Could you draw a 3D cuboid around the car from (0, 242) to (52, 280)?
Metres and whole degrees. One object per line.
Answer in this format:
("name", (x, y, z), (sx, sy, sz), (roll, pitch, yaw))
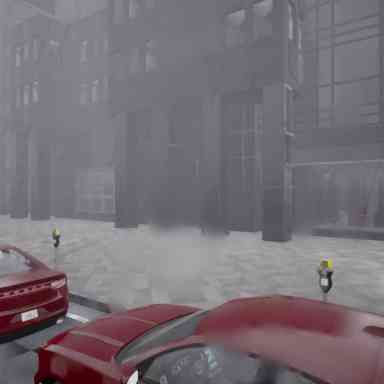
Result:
("car", (-4.027, 1.545, 5.826), (4.507, 1.381, 1.887), (0, 0, 35))

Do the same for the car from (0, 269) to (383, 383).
("car", (0.564, 1.545, 2.557), (4.507, 1.381, 1.887), (0, 0, 35))
